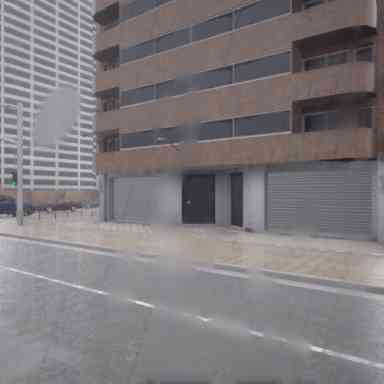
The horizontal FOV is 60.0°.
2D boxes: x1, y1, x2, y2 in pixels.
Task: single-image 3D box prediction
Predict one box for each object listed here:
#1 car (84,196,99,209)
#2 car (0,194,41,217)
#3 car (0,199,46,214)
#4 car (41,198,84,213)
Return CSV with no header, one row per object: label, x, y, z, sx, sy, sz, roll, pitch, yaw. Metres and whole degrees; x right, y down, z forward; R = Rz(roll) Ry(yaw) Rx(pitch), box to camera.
car,-13.825,1.564,45.600,1.994,1.385,4.181,0,0,35
car,-16.596,1.221,28.973,2.150,2.045,5.566,0,0,35
car,-19.519,1.547,37.400,2.033,1.411,5.357,0,0,35
car,-15.148,1.478,37.560,1.882,1.535,5.008,0,0,35
